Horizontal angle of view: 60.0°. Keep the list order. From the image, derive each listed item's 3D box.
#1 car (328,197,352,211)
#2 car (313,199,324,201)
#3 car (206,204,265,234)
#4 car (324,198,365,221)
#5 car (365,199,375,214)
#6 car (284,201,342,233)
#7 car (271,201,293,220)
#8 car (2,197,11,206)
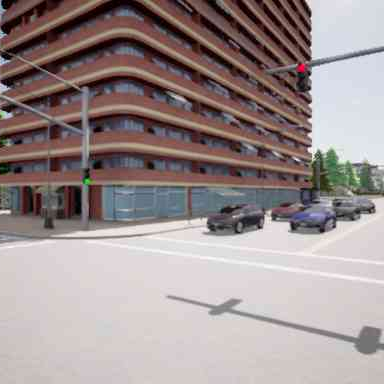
[{"bbox_3d":[18.872,1.488,42.363,1.837,1.490,4.892,0,0,36],"label":"car"},{"bbox_3d":[13.142,1.509,34.306,1.812,1.442,4.674,0,0,35],"label":"car"},{"bbox_3d":[2.646,1.488,19.429,1.837,1.490,4.892,0,0,35],"label":"car"},{"bbox_3d":[12.741,1.495,27.663,1.837,1.490,4.892,0,0,35],"label":"car"},{"bbox_3d":[18.455,1.515,35.739,1.812,1.442,4.674,0,0,36],"label":"car"},{"bbox_3d":[7.393,1.516,20.050,1.812,1.442,4.674,0,0,35],"label":"car"},{"bbox_3d":[7.962,1.509,26.946,1.812,1.442,4.674,0,0,35],"label":"car"},{"bbox_3d":[-25.422,1.346,48.968,2.128,1.511,4.902,0,0,36],"label":"car"}]
